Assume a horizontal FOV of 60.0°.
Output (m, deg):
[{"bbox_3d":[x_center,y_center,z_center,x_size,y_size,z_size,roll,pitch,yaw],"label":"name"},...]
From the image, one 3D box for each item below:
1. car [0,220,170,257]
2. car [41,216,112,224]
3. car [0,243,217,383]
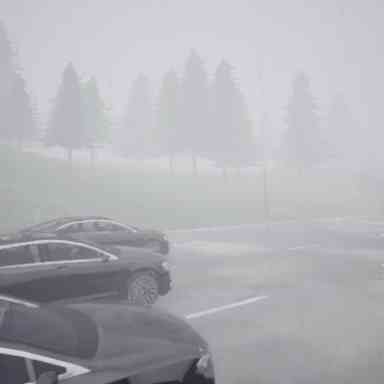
[{"bbox_3d":[-2.645,1.492,6.159,4.902,1.511,2.128,0,0,-35],"label":"car"},{"bbox_3d":[-2.966,1.493,10.230,4.902,1.511,2.128,0,0,-36],"label":"car"},{"bbox_3d":[-2.004,1.492,2.318,4.902,1.511,2.128,0,0,-35],"label":"car"}]
